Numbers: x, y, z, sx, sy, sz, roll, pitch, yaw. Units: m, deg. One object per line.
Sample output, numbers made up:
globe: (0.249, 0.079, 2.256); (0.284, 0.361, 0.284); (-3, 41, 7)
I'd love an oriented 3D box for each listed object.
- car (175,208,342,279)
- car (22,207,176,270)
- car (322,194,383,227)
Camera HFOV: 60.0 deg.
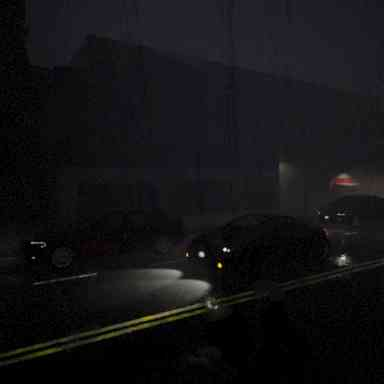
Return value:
car: (1.925, 1.310, 9.302); (4.181, 1.385, 1.994); (-2, 2, -32)
car: (-2.608, 1.283, 10.593); (5.008, 1.535, 1.882); (-2, 2, -32)
car: (8.677, 0.924, 17.662); (4.892, 1.490, 1.837); (-2, 2, -32)
